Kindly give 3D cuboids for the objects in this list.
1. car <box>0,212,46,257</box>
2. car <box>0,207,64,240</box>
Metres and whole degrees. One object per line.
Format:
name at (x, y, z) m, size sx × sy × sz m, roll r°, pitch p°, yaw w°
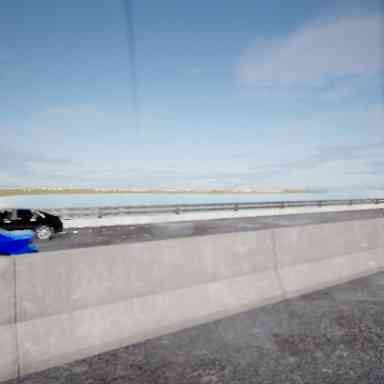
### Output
car at (-6.451, 1.478, 7.984) m, size 5.008 × 1.535 × 1.882 m, roll 0°, pitch 0°, yaw -35°
car at (-8.437, 1.495, 15.162) m, size 4.892 × 1.490 × 1.837 m, roll 0°, pitch 0°, yaw -35°
